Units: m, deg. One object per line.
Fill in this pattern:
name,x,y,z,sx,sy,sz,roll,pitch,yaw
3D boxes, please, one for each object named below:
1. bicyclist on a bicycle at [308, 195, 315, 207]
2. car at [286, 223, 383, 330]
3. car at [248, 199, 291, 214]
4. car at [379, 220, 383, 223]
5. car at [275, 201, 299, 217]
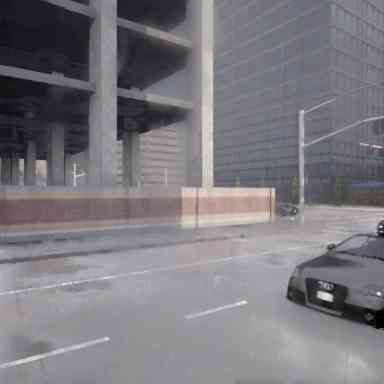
bicyclist on a bicycle,16.586,1.301,46.203,1.656,1.620,0.582,0,0,-36
car,3.851,1.564,6.736,4.181,1.385,1.994,0,0,-36
car,8.517,1.526,36.916,1.812,1.442,4.674,0,0,-36
car,10.744,1.505,16.020,4.892,1.490,1.837,0,0,-36
car,8.109,1.564,31.516,1.994,1.385,4.181,0,0,-36
